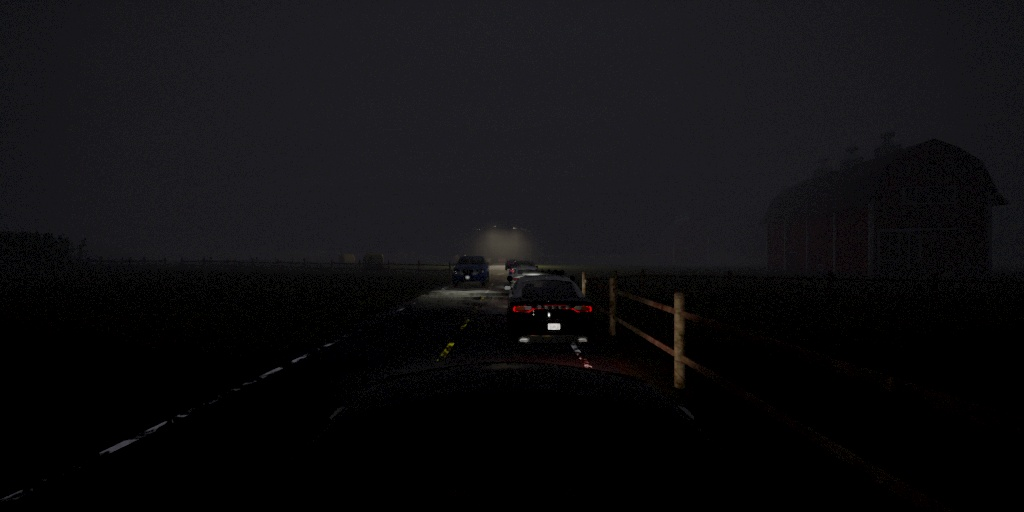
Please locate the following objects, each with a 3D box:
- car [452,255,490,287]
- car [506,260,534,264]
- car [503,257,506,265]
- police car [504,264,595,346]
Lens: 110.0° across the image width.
[{"bbox_3d":[-2.762,0.969,25.053,2.150,2.045,5.566,0,0,0],"label":"car"},{"bbox_3d":[0.811,1.099,25.447,2.097,1.767,4.553,0,0,0],"label":"car"},{"bbox_3d":[0.030,1.220,49.769,1.882,1.535,5.008,0,0,0],"label":"car"},{"bbox_3d":[0.820,1.174,9.587,1.930,1.638,5.238,0,0,0],"label":"police car"}]
